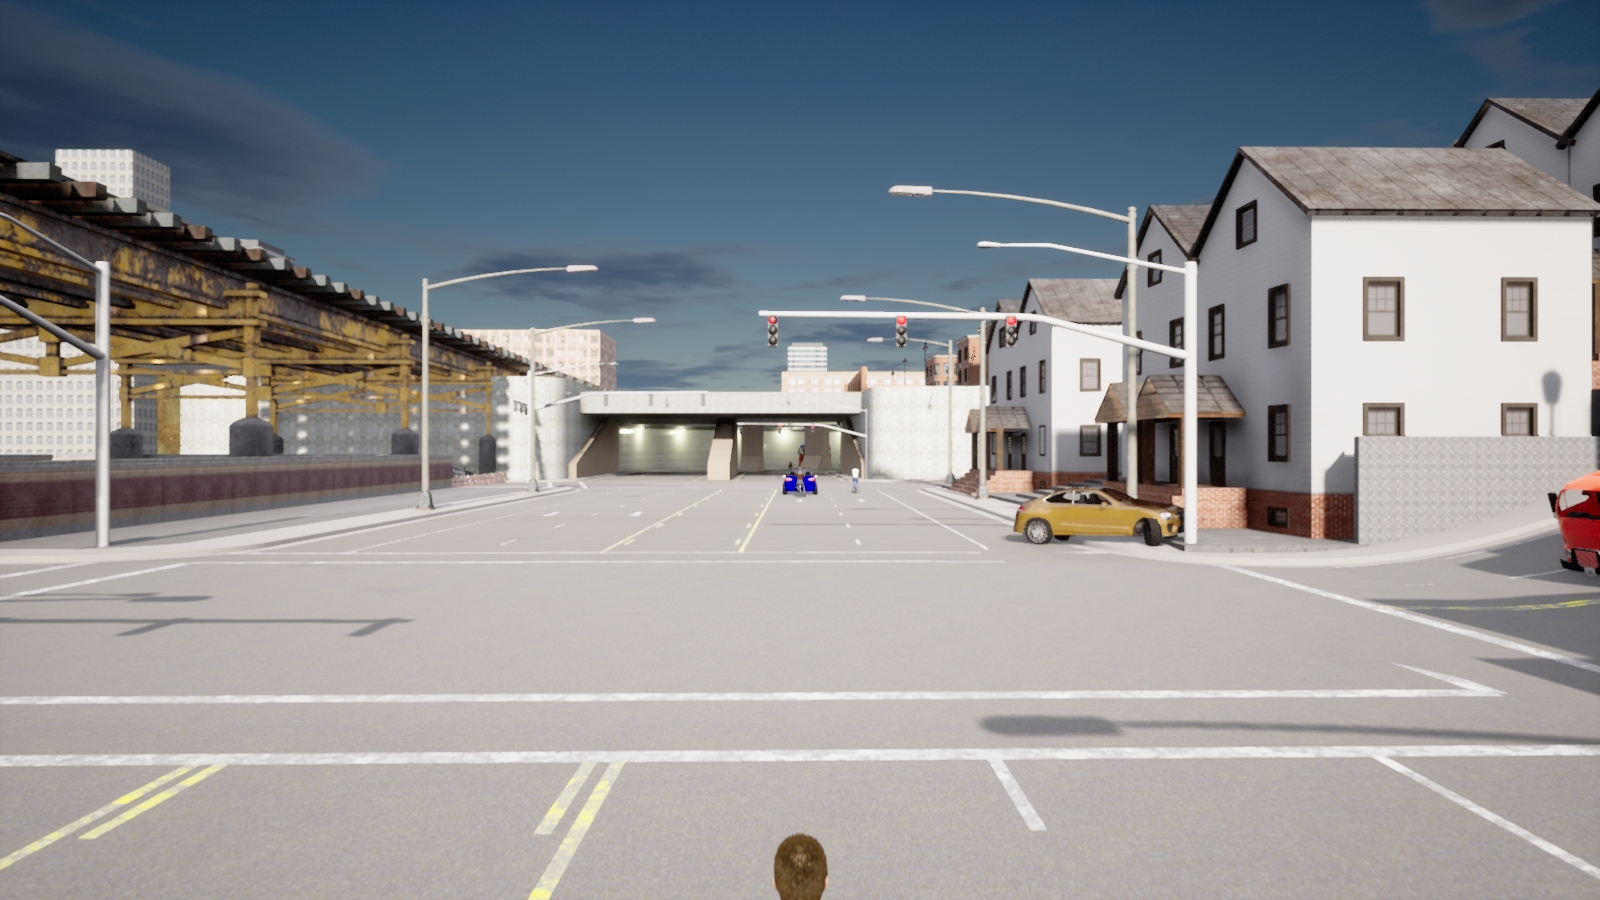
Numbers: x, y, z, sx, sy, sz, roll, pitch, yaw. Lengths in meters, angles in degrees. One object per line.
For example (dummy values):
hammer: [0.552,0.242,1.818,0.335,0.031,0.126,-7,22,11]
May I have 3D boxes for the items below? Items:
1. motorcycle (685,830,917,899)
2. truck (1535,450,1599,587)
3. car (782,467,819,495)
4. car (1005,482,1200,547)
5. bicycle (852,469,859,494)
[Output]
motorcycle: [0.002,2.171,3.670,0.803,1.224,2.033,0,0,0]
truck: [18.366,0.875,22.839,5.204,2.467,2.627,-16,0,-1]
car: [0.006,1.925,71.686,2.242,1.667,4.611,0,0,0]
car: [8.814,1.896,33.503,5.027,1.651,2.152,-3,0,36]
bicycle: [3.506,1.999,72.606,0.373,1.521,1.643,0,1,0]
